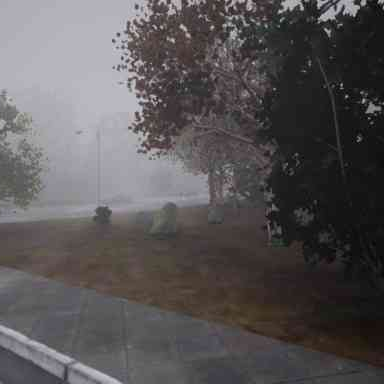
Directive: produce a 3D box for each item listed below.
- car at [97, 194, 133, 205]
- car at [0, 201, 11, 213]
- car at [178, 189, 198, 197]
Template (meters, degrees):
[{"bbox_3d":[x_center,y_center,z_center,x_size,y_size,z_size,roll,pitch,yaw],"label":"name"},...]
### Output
[{"bbox_3d":[-11.288,1.083,49.029,2.033,1.411,5.357,0,2,39],"label":"car"},{"bbox_3d":[-22.151,1.530,35.556,1.837,1.490,4.892,0,1,39],"label":"car"},{"bbox_3d":[-0.693,0.186,62.023,1.994,1.385,4.181,0,3,39],"label":"car"}]
